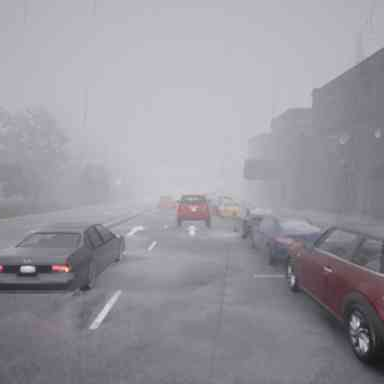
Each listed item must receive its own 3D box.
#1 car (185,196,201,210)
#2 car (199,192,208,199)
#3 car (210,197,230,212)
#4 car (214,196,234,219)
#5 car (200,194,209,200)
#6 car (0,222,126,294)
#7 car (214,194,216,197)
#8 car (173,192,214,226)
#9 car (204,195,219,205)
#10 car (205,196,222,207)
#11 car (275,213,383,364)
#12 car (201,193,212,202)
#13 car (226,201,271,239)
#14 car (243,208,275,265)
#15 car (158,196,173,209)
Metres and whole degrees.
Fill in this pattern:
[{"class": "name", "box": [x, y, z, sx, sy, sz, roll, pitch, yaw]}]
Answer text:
[{"class": "car", "box": [0.094, 1.363, 42.127, 1.882, 1.535, 5.008, 0, 0, 0]}, {"class": "car", "box": [3.176, 0.972, 94.339, 2.435, 2.045, 5.566, 0, 0, 0]}, {"class": "car", "box": [3.224, 1.370, 39.246, 1.946, 1.575, 5.366, 0, 0, 0]}, {"class": "car", "box": [3.224, 1.400, 28.194, 1.946, 1.575, 5.366, 0, 0, 0]}, {"class": "car", "box": [3.240, 1.250, 84.919, 2.231, 1.521, 4.892, 0, 0, 1]}, {"class": "car", "box": [-3.150, 1.523, 8.897, 2.033, 1.411, 5.357, 0, 0, 0]}, {"class": "car", "box": [3.226, 1.263, 33.503, 2.185, 1.767, 4.553, 0, 0, 0]}, {"class": "car", "box": [0.101, 1.161, 22.949, 2.150, 2.045, 5.566, 0, 0, 0]}, {"class": "car", "box": [3.211, 1.330, 55.630, 2.231, 1.521, 4.892, 0, 0, 0]}, {"class": "car", "box": [3.213, 1.345, 50.104, 2.231, 1.521, 4.892, 0, 0, 0]}, {"class": "car", "box": [3.225, 1.338, 6.002, 2.185, 1.767, 4.553, 0, 0, 0]}, {"class": "car", "box": [3.195, 1.158, 72.305, 2.185, 1.767, 4.553, 0, 0, 0]}, {"class": "car", "box": [3.225, 1.435, 16.952, 2.231, 1.521, 4.892, 0, 0, 0]}, {"class": "car", "box": [3.226, 1.489, 11.431, 2.002, 1.452, 4.674, 0, 0, 0]}, {"class": "car", "box": [-3.156, 1.238, 42.336, 2.097, 1.767, 4.553, 0, 0, 0]}]
